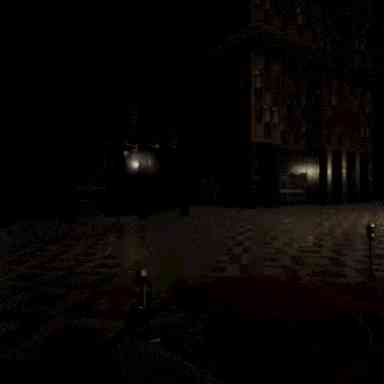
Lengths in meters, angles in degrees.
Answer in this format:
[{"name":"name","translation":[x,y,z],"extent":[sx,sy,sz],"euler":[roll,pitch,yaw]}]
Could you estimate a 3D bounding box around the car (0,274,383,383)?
[{"name":"car","translation":[0.401,1.506,2.796],"extent":[4.507,1.381,1.887],"euler":[-1,1,-35]}]
